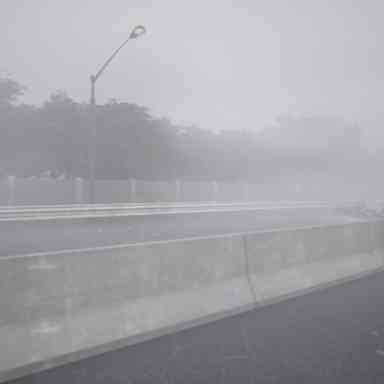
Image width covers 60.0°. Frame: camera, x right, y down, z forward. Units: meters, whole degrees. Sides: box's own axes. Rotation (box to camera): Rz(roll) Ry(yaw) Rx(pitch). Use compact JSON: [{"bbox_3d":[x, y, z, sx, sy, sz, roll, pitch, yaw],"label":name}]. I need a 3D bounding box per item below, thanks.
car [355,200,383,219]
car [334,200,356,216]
[{"bbox_3d":[16.669,1.565,29.317,4.674,1.442,1.812,0,0,-37],"label":"car"},{"bbox_3d":[16.196,1.535,33.346,5.008,1.535,1.882,1,0,-37],"label":"car"}]
